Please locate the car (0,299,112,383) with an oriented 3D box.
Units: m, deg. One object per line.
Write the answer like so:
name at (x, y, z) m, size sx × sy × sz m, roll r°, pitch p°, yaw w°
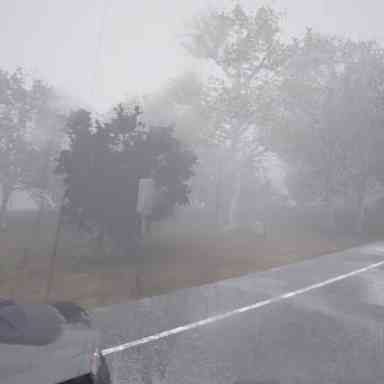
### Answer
car at (-2.884, 1.502, 1.751) m, size 4.902 × 1.511 × 2.128 m, roll 0°, pitch 0°, yaw -36°
